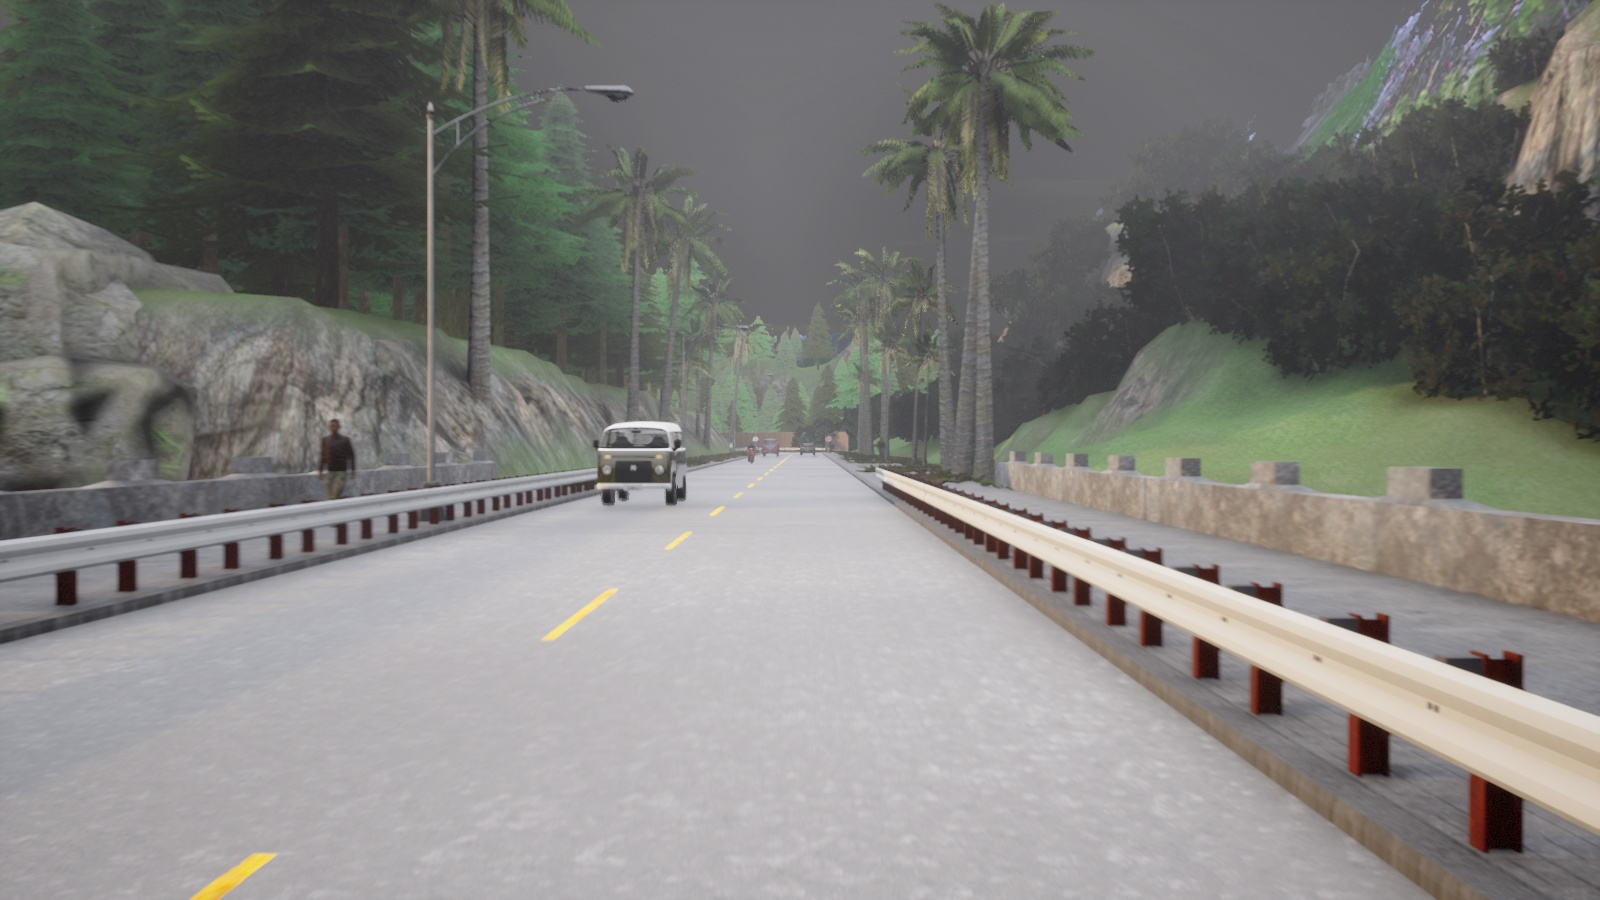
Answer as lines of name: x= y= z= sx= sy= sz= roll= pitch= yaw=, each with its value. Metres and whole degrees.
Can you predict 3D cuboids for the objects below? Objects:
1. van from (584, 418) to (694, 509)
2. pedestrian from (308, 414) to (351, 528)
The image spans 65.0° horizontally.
van: x=-3.812 y=0.297 z=30.458 sx=2.069 sy=2.038 sz=4.480 roll=0 pitch=0 yaw=0
pedestrian: x=-7.689 y=0.336 z=20.519 sx=0.431 sy=1.840 sz=0.703 roll=0 pitch=0 yaw=1
